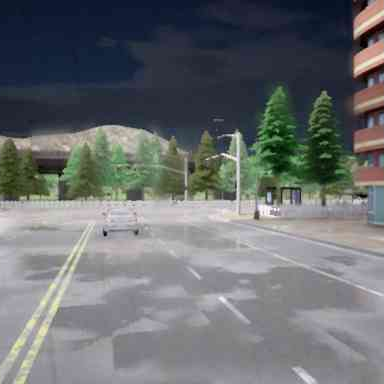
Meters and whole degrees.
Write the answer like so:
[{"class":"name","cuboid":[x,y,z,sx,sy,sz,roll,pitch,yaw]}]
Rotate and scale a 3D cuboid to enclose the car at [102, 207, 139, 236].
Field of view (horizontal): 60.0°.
[{"class":"car","cuboid":[-4.058,1.590,18.778,1.812,1.442,4.674,0,0,-14]}]
